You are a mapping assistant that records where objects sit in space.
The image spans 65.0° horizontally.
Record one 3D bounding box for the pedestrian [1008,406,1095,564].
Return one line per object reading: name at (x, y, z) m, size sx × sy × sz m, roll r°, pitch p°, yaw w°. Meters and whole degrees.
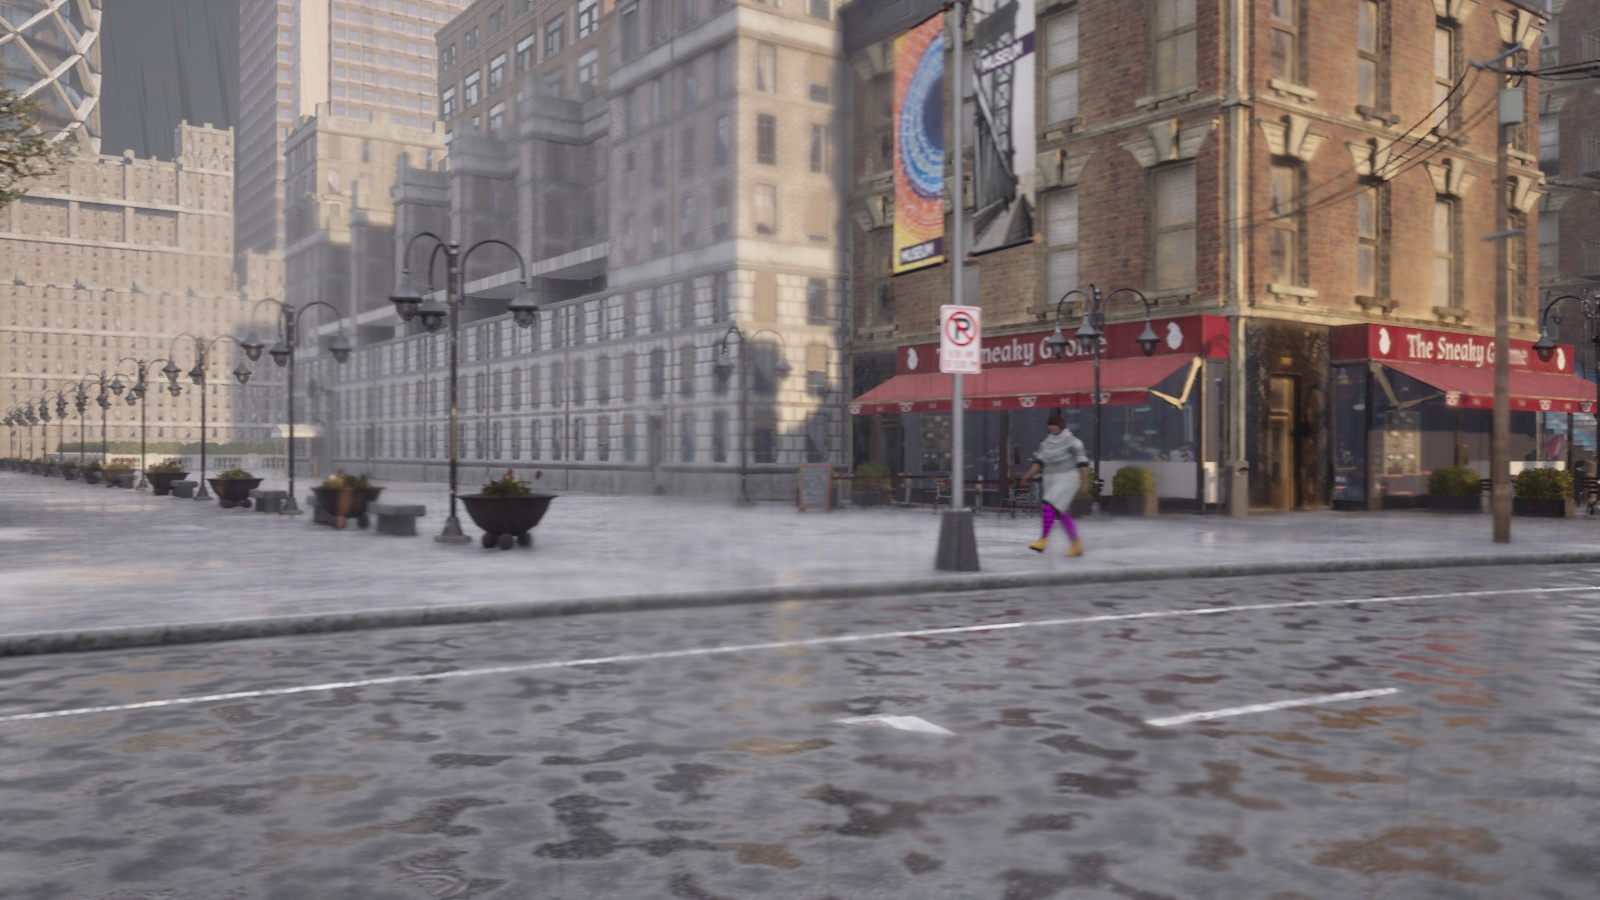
pedestrian at (3.211, 0.430, 16.044) m, size 0.873 × 1.952 × 0.659 m, roll 0°, pitch 0°, yaw -28°
